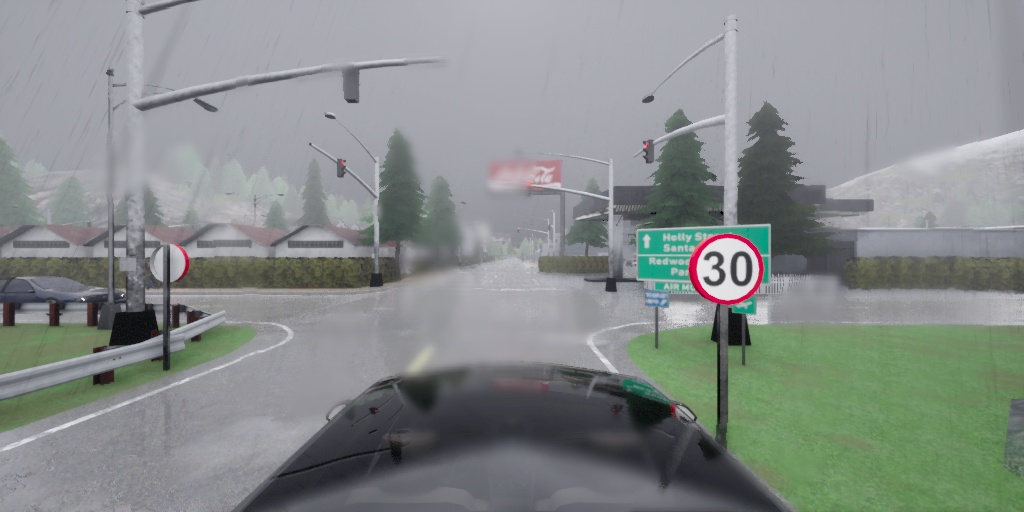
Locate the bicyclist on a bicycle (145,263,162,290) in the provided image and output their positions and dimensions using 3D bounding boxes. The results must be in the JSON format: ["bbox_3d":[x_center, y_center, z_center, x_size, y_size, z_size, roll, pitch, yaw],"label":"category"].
[{"bbox_3d":[-21.677,1.244,21.354,0.582,1.620,1.656,0,0,1],"label":"bicyclist on a bicycle"}]

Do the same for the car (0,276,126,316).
[{"bbox_3d":[-18.324,1.489,13.794,5.357,1.411,2.033,0,0,-2],"label":"car"}]
